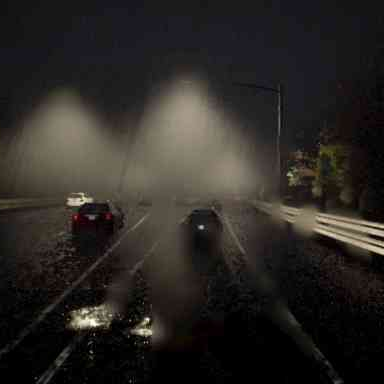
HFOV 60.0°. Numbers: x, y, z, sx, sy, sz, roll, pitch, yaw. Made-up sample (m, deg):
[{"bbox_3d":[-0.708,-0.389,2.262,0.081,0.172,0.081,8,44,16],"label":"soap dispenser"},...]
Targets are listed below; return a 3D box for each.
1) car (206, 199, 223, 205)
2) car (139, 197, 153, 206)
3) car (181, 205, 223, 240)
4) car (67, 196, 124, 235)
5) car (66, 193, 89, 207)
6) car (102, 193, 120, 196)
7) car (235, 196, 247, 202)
[{"bbox_3d":[2.732,1.623,41.349,1.837,1.490,4.892,0,-1,8],"label":"car"},{"bbox_3d":[-7.209,1.524,52.715,1.994,1.385,4.181,0,0,-4],"label":"car"},{"bbox_3d":[0.537,1.574,17.073,1.994,1.385,4.181,1,0,3],"label":"car"},{"bbox_3d":[-5.125,1.319,18.713,2.097,1.767,4.553,0,0,-4],"label":"car"},{"bbox_3d":[-13.455,1.132,40.233,2.150,2.045,5.566,0,0,-4],"label":"car"},{"bbox_3d":[-10.049,1.158,41.863,2.150,2.045,5.566,0,0,-4],"label":"car"},{"bbox_3d":[12.929,1.794,90.148,2.097,1.767,4.553,0,0,17],"label":"car"}]
